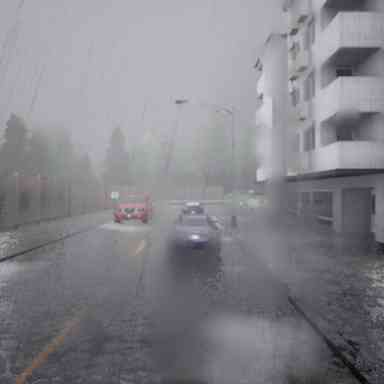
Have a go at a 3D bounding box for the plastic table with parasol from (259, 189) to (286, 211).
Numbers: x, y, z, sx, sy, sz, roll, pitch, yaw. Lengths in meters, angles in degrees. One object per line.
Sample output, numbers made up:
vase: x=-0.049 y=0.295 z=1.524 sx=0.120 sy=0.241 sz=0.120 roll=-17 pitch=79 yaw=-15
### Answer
plastic table with parasol: x=9.237 y=0.889 z=38.362 sx=2.482 sy=2.480 sz=2.482 roll=0 pitch=0 yaw=0

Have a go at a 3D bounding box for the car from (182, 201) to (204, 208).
car: x=0.083 y=1.497 z=29.797 sx=1.812 sy=1.442 sz=4.674 roll=0 pitch=0 yaw=0

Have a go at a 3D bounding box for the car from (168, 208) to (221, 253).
car: x=0.098 y=1.551 z=13.683 sx=1.994 sy=1.385 sz=4.181 roll=0 pitch=0 yaw=0

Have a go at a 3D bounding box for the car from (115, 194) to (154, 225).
car: x=-4.107 y=1.200 z=24.509 sx=2.150 sy=2.045 sz=5.566 roll=0 pitch=0 yaw=0
